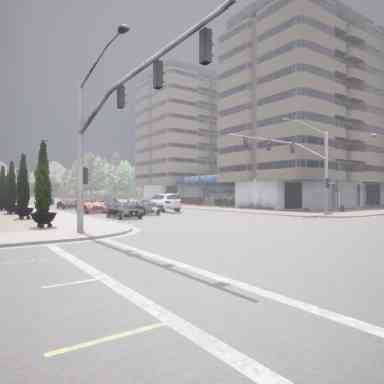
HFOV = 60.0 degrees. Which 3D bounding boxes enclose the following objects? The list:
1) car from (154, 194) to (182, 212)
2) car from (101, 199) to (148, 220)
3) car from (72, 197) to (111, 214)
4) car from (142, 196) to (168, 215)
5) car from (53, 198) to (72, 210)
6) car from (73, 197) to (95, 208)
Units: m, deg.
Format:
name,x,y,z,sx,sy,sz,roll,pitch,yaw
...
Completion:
name,x,y,z,sx,sy,sz,roll,pitch,yaw
car,-3.291,1.221,37.292,2.150,2.045,5.566,0,0,-35
car,-5.788,1.564,28.270,1.994,1.385,4.181,0,0,-35
car,-10.744,1.352,35.403,2.097,1.767,4.553,0,0,-35
car,-4.811,1.492,32.993,2.128,1.511,4.902,0,0,-35
car,-16.384,1.526,43.536,1.812,1.442,4.674,0,0,-35
car,-15.943,1.505,49.045,1.837,1.490,4.892,0,0,-34
